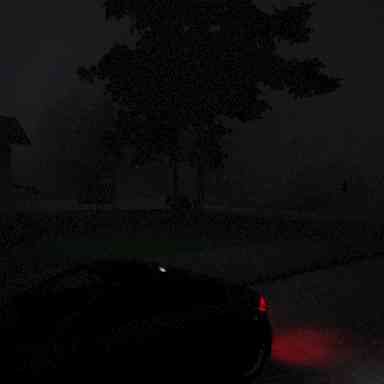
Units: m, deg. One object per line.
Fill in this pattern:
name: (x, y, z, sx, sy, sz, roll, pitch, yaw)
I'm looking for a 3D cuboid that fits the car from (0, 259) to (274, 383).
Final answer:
car: (-1.016, 1.563, 3.855, 4.181, 1.385, 1.994, 0, 0, -35)
